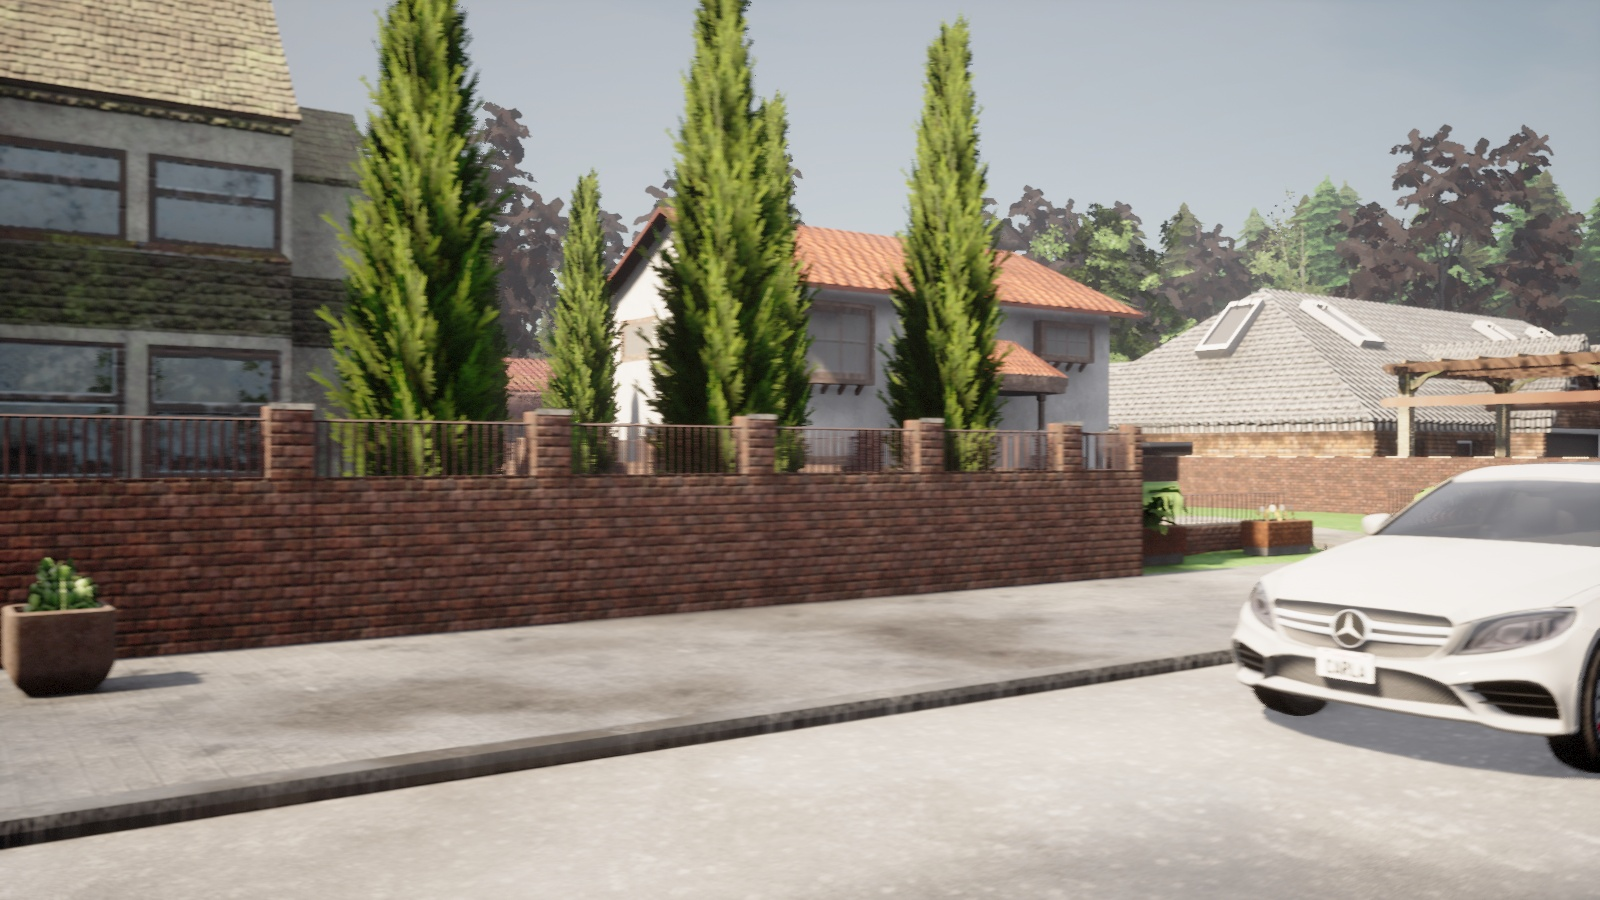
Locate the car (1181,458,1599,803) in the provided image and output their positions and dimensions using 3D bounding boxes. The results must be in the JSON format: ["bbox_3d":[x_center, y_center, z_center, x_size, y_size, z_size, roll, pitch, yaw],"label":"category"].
[{"bbox_3d":[4.506,0.779,7.404,4.674,1.442,1.812,0,0,-35],"label":"car"}]
